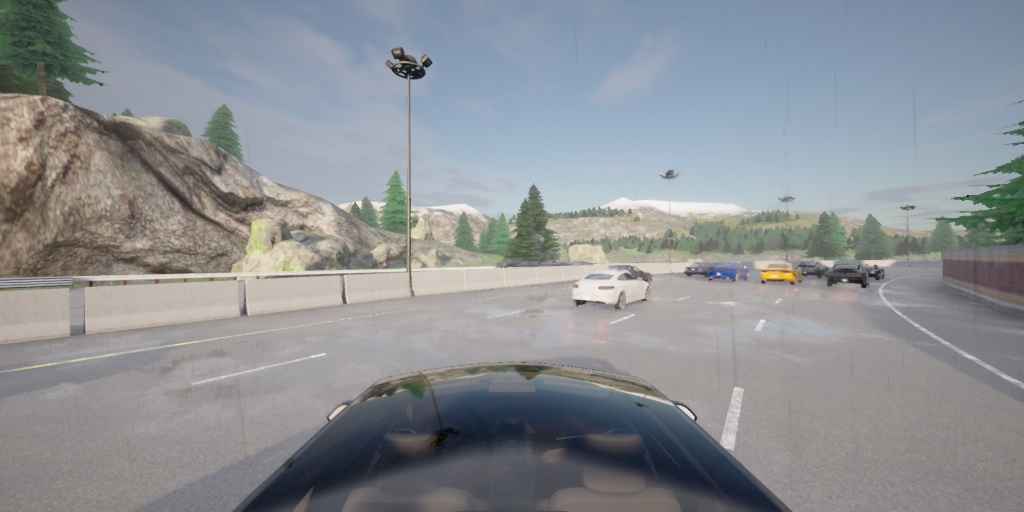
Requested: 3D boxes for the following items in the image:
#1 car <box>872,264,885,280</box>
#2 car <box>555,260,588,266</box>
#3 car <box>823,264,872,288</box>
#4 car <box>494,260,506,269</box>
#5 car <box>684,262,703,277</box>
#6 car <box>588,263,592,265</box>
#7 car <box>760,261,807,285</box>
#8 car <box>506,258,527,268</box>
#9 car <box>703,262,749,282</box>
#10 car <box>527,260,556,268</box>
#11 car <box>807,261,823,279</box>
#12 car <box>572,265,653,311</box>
[{"bbox_3d":[30.353,1.350,30.684,4.718,1.301,1.895,0,0,-39],"label":"car"},{"bbox_3d":[7.125,1.275,38.623,4.674,1.442,1.812,0,0,-43],"label":"car"},{"bbox_3d":[22.385,1.254,23.856,4.892,1.490,1.837,0,0,-43],"label":"car"},{"bbox_3d":[-0.106,1.101,46.203,4.553,1.767,2.097,0,0,-43],"label":"car"},{"bbox_3d":[18.494,1.297,34.503,5.357,1.411,2.033,0,0,-41],"label":"car"},{"bbox_3d":[7.487,1.297,23.892,2.033,1.411,5.357,0,0,43],"label":"car"},{"bbox_3d":[19.672,1.227,26.107,5.008,1.535,1.882,0,0,-44],"label":"car"},{"bbox_3d":[1.758,1.313,43.157,4.181,1.385,1.994,0,0,-43],"label":"car"},{"bbox_3d":[17.531,1.227,28.918,5.008,1.535,1.882,0,0,-43],"label":"car"},{"bbox_3d":[4.468,1.240,40.907,4.902,1.511,2.128,0,0,-43],"label":"car"},{"bbox_3d":[27.609,1.241,32.944,4.902,1.511,2.128,0,0,-39],"label":"car"},{"bbox_3d":[4.140,1.275,14.655,1.812,1.442,4.674,0,0,39],"label":"car"}]
